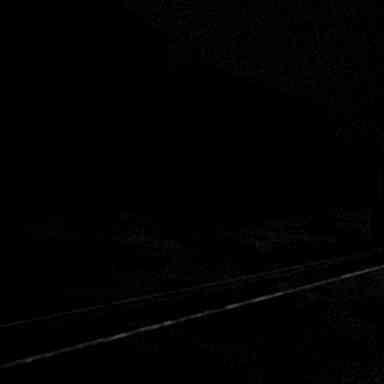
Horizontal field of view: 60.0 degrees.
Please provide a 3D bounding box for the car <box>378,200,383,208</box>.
[{"bbox_3d":[26.800,1.562,44.511,1.994,1.385,4.181,1,0,0],"label":"car"}]
